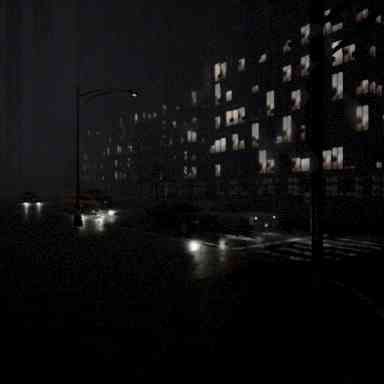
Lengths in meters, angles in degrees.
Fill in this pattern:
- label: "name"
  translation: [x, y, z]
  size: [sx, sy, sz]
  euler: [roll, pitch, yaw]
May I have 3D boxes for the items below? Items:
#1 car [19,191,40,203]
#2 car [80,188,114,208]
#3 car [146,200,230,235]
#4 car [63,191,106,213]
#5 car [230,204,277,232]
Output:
- label: "car"
  translation: [-21.973, 0.646, 44.832]
  size: [1.837, 1.490, 4.892]
  euler: [0, 1, -38]
- label: "car"
  translation: [-10.212, 0.606, 34.917]
  size: [2.150, 2.045, 5.566]
  euler: [0, 1, -38]
- label: "car"
  translation: [-0.586, 1.228, 17.383]
  size: [1.882, 1.535, 5.008]
  euler: [0, 1, -37]
- label: "car"
  translation: [-9.655, 0.959, 28.934]
  size: [1.882, 1.535, 5.008]
  euler: [0, 1, -38]
- label: "car"
  translation: [2.446, 1.361, 18.800]
  size: [1.895, 1.301, 4.718]
  euler: [0, 1, -38]
